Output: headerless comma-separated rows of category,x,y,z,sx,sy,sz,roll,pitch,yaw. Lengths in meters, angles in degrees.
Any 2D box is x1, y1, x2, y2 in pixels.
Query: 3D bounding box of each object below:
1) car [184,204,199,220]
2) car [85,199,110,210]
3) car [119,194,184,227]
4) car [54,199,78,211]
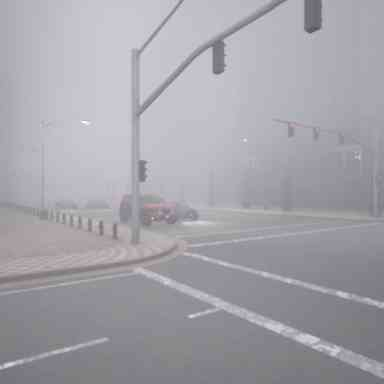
car,-1.241,1.507,26.326,1.994,1.385,4.181,0,0,-36
car,-11.796,1.507,41.345,1.994,1.385,4.181,0,0,-35
car,-3.157,1.161,22.984,2.150,2.045,5.566,0,1,-36
car,-15.225,1.507,40.145,1.994,1.385,4.181,0,0,-35
